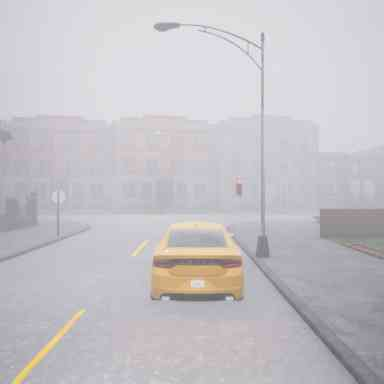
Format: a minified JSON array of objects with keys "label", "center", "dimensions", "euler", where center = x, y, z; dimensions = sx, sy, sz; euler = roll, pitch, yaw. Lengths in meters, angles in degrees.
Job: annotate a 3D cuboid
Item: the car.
[{"label":"car","center":[0.107,1.476,8.375],"dimensions":[1.882,1.535,5.008],"euler":[0,0,0]}]
